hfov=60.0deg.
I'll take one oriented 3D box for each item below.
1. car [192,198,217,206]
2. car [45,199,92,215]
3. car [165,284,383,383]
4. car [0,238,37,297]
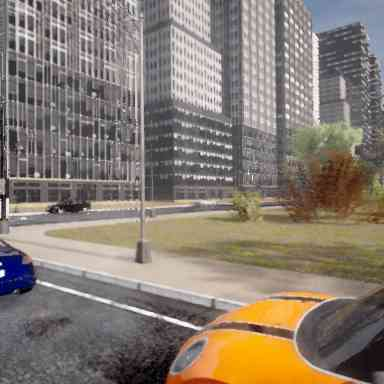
[{"bbox_3d":[2.084,1.681,55.221,1.895,1.301,4.718,-1,-1,38],"label":"car"},{"bbox_3d":[-13.035,1.557,35.283,1.837,1.490,4.892,-1,-1,37],"label":"car"},{"bbox_3d":[1.956,1.353,2.289,4.553,1.767,2.097,0,0,35],"label":"car"},{"bbox_3d":[-5.385,1.551,7.526,4.181,1.385,1.994,0,0,36],"label":"car"}]
